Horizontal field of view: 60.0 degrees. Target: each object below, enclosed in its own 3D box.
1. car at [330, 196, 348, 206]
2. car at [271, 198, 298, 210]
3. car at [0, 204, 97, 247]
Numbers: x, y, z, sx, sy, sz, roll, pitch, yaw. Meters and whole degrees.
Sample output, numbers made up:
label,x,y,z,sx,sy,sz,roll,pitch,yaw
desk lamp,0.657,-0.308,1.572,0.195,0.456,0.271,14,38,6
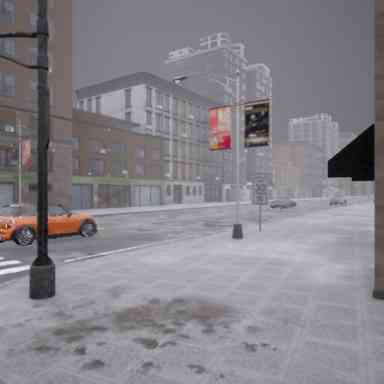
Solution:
label,x,y,z,sx,sy,sz,roll,pitch,yaw
car,22.704,1.372,51.482,2.033,1.411,5.357,0,0,34
car,11.436,1.393,41.054,2.033,1.411,5.357,0,0,35
car,-6.605,1.299,15.250,2.097,1.767,4.553,0,0,35
